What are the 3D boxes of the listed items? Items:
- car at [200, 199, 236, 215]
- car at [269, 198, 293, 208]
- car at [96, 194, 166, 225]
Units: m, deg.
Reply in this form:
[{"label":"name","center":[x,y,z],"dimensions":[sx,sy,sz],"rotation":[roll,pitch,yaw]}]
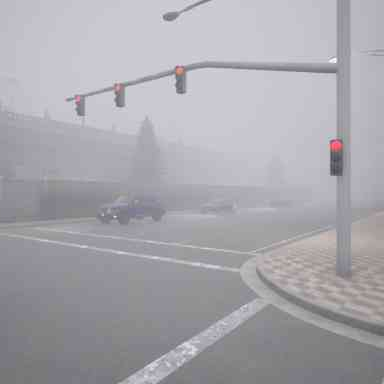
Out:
[{"label":"car","center":[2.750,1.451,33.813],"dimensions":[1.837,1.490,4.892],"rotation":[0,0,36]},{"label":"car","center":[12.651,1.546,47.251],"dimensions":[1.895,1.301,4.718],"rotation":[0,0,37]},{"label":"car","center":[-4.263,1.168,24.238],"dimensions":[2.150,2.045,5.566],"rotation":[0,0,36]}]
